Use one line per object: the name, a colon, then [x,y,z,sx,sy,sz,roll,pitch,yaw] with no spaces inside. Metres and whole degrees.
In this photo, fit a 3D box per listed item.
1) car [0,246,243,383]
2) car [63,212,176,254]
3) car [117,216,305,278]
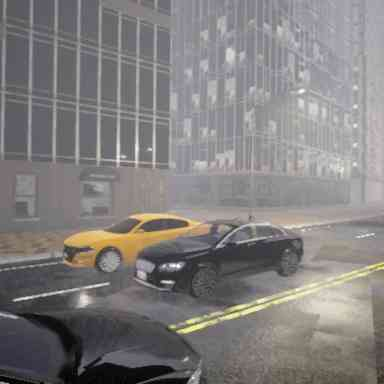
car: [-2.090,1.498,2.024,4.902,1.511,2.128,0,0,-36]
car: [-1.517,1.463,10.750,5.008,1.535,1.882,0,0,-37]
car: [0.889,1.471,8.500,4.902,1.511,2.128,0,0,-37]
